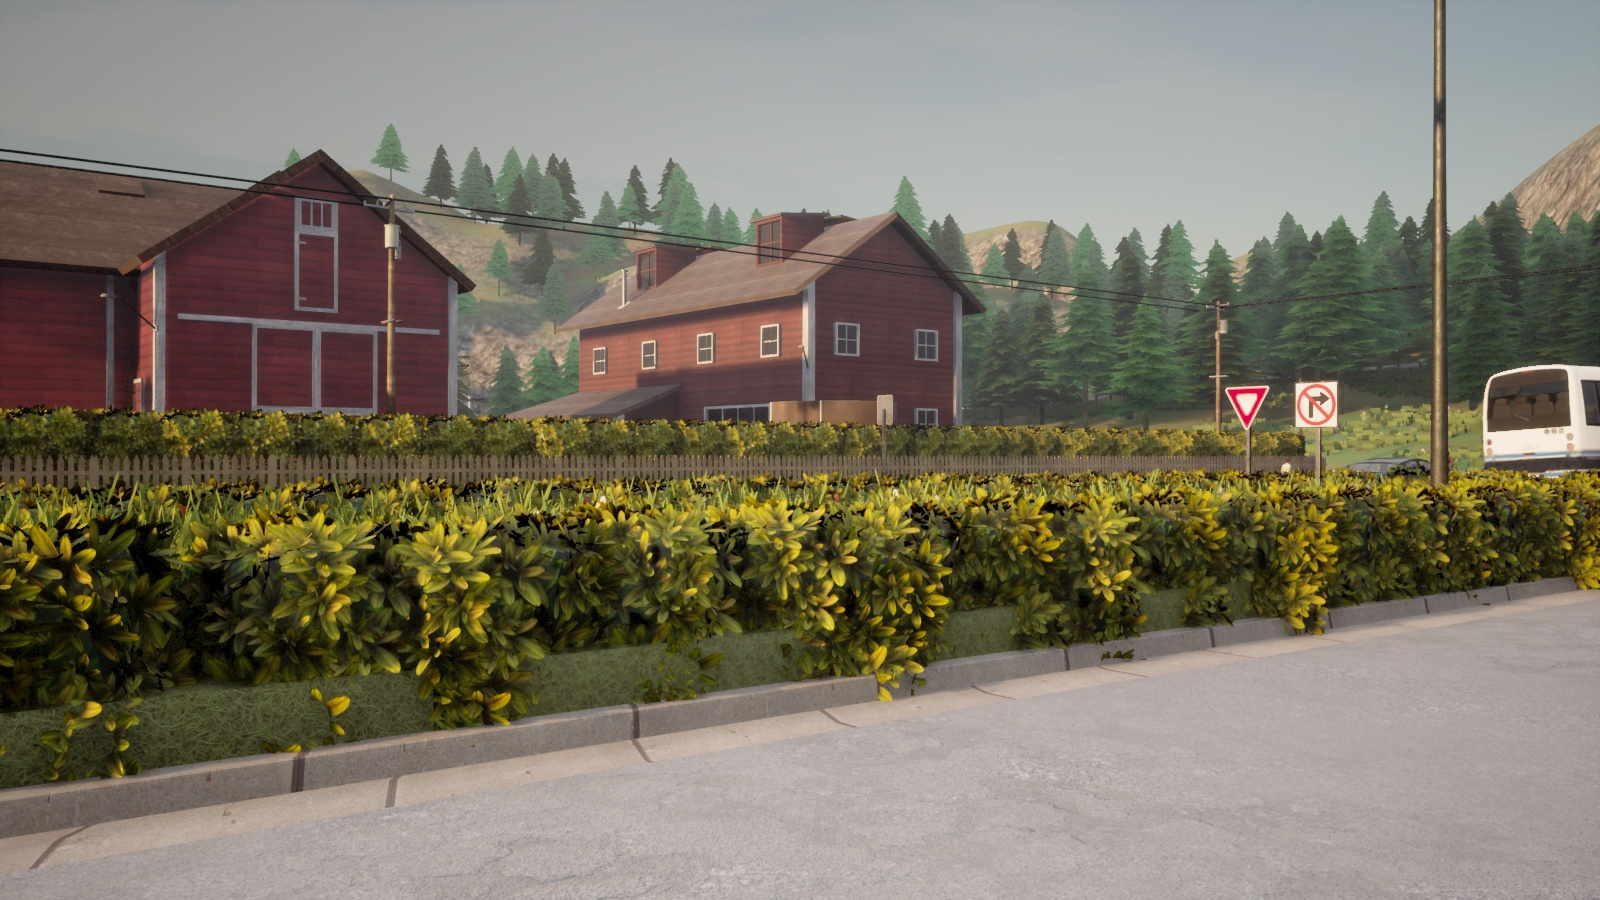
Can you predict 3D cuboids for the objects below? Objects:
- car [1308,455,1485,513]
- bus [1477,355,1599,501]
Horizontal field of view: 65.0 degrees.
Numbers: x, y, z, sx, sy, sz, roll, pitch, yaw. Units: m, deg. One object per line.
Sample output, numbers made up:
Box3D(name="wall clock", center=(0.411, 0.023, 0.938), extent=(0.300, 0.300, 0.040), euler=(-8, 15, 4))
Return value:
Box3D(name="car", center=(15.877, 0.840, 33.310), extent=(5.357, 1.411, 2.033), euler=(0, 0, -38))
Box3D(name="bus", center=(27.665, -0.590, 41.218), extent=(10.273, 4.253, 3.944), euler=(0, -3, -24))
